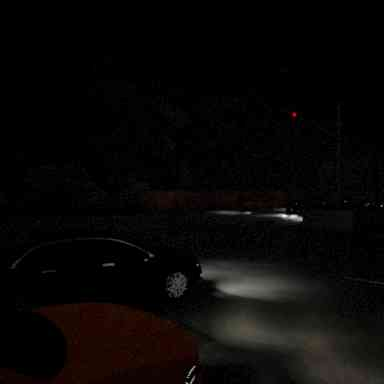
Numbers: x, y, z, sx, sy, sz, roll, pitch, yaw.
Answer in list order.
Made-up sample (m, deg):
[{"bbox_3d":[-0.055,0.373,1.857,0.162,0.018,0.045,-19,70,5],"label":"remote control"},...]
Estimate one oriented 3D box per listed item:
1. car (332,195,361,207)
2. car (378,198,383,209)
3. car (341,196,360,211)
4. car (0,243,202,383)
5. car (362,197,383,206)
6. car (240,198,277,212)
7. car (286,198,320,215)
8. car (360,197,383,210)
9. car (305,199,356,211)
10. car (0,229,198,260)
[{"bbox_3d":[23.621,1.368,50.807,4.553,1.767,2.097,0,0,-35],"label":"car"},{"bbox_3d":[27.373,1.506,44.885,4.902,1.511,2.128,0,0,-35],"label":"car"},{"bbox_3d":[19.804,1.489,39.487,5.008,1.535,1.882,0,0,-35],"label":"car"},{"bbox_3d":[-2.191,1.477,2.183,5.008,1.535,1.882,0,0,-35],"label":"car"},{"bbox_3d":[31.229,1.566,56.440,5.357,1.411,2.033,0,0,-38],"label":"car"},{"bbox_3d":[7.945,1.489,39.696,5.008,1.535,1.882,0,0,-35],"label":"car"},{"bbox_3d":[11.373,1.573,33.561,4.181,1.385,1.994,0,0,-35],"label":"car"},{"bbox_3d":[20.649,1.363,35.817,4.553,1.767,2.097,0,0,-35],"label":"car"},{"bbox_3d":[12.588,1.572,30.144,4.181,1.385,1.994,0,0,-35],"label":"car"},{"bbox_3d":[-2.035,1.507,6.594,4.892,1.490,1.837,0,0,-35],"label":"car"}]
